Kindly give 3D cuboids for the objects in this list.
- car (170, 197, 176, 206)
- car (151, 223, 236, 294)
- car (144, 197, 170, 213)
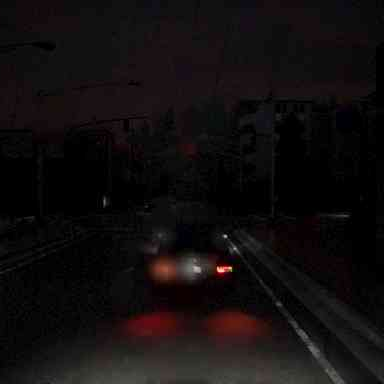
[{"bbox_3d":[-3.716,1.525,54.373,1.812,1.442,4.674,0,0,0],"label":"car"},{"bbox_3d":[0.039,1.547,8.939,2.033,1.411,5.357,0,0,0],"label":"car"},{"bbox_3d":[-3.914,1.525,36.583,1.812,1.442,4.674,0,0,4],"label":"car"}]
